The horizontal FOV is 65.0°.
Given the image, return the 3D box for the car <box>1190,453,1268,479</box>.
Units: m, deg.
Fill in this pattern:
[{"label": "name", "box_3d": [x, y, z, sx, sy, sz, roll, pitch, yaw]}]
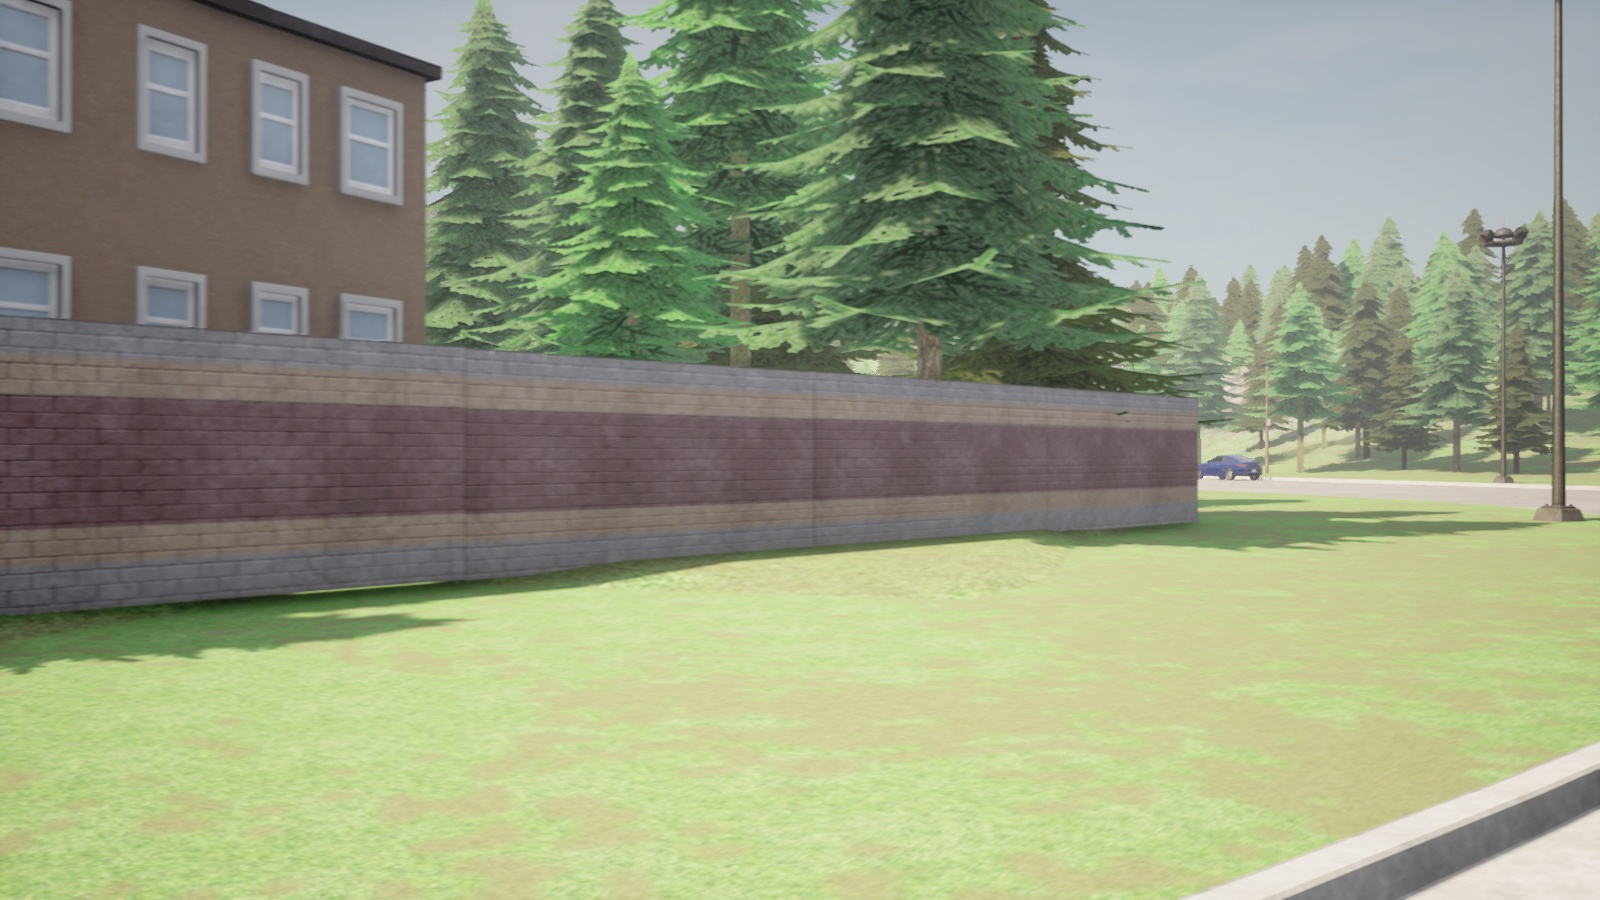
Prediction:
[{"label": "car", "box_3d": [24.519, 0.877, 71.914, 1.812, 1.442, 4.674, 0, 0, -18]}]
